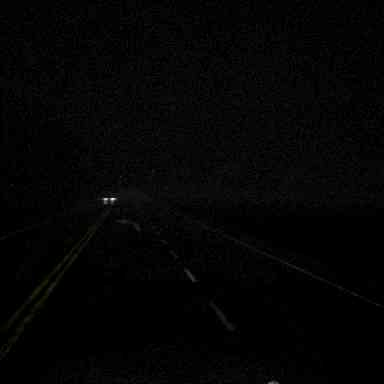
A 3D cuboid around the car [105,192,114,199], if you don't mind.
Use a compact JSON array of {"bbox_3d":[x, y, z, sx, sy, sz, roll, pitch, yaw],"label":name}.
[{"bbox_3d":[-18.560,0.713,74.881,1.812,1.442,4.674,2,1,-11],"label":"car"}]
